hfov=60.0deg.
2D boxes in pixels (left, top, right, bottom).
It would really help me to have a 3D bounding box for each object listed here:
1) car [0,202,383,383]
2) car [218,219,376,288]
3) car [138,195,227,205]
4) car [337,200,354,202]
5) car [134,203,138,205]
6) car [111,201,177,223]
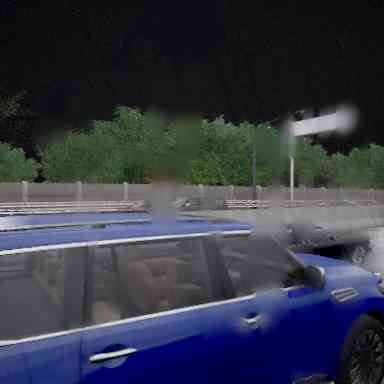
[{"bbox_3d":[-0.180,1.224,3.444,5.566,2.045,2.150,0,0,-33],"label":"car"},{"bbox_3d":[3.230,1.602,9.866,4.718,1.301,1.895,0,0,-33],"label":"car"},{"bbox_3d":[-0.151,1.226,20.445,5.566,2.045,2.150,0,0,-33],"label":"car"},{"bbox_3d":[18.852,1.706,41.235,4.674,1.442,1.812,1,0,-33],"label":"car"},{"bbox_3d":[-2.132,1.530,23.315,4.674,1.442,1.812,0,0,-33],"label":"car"},{"bbox_3d":[-3.748,1.509,26.457,4.892,1.490,1.837,0,0,-33],"label":"car"}]
